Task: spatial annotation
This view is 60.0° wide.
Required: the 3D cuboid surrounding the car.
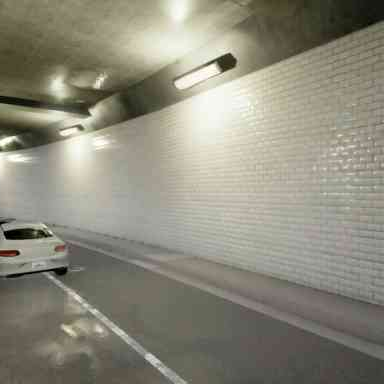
[{"bbox_3d":[-4.998,1.526,9.522,1.812,1.442,4.674,0,0,-39],"label":"car"}]
